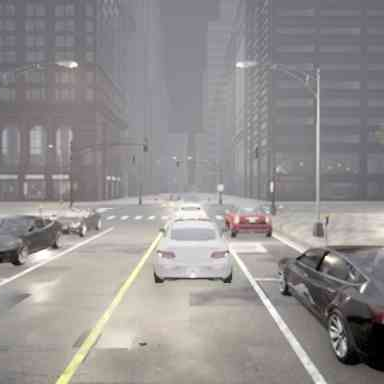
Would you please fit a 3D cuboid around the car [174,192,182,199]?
[{"bbox_3d":[-3.360,0.871,79.143,1.837,1.490,4.892,0,0,0],"label":"car"}]

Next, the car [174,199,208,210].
[{"bbox_3d":[-0.065,1.360,19.273,1.812,1.442,4.674,0,0,0],"label":"car"}]

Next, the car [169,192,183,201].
[{"bbox_3d":[-3.273,1.004,64.119,1.812,1.442,4.674,0,0,0],"label":"car"}]

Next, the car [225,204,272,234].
[{"bbox_3d":[2.702,1.295,16.845,1.967,1.590,4.097,0,0,0],"label":"car"}]

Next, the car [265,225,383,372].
[{"bbox_3d":[2.745,1.516,5.575,1.947,1.339,4.313,0,0,0],"label":"car"}]

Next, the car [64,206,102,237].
[{"bbox_3d":[-5.822,1.407,16.813,2.008,1.369,4.403,0,0,0],"label":"car"}]

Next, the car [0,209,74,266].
[{"bbox_3d":[-5.801,1.469,11.176,1.947,1.339,4.313,0,0,0],"label":"car"}]

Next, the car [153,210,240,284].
[{"bbox_3d":[0.027,1.446,9.177,1.812,1.442,4.674,0,1,0],"label":"car"}]
